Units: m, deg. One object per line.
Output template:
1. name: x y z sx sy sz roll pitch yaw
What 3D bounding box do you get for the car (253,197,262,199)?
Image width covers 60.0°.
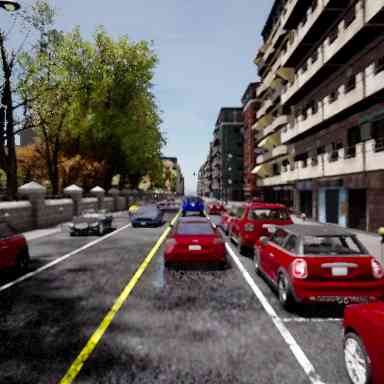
1. car: 14.617 1.968 74.400 5.009 1.841 2.192 1 -1 0

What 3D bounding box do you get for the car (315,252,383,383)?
1. car: 2.689 1.556 2.367 1.887 1.381 4.507 0 0 0

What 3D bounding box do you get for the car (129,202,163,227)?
1. car: -3.102 1.658 23.921 2.033 1.411 5.357 0 0 0

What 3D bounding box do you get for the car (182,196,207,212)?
1. car: 0.102 1.384 34.725 2.150 2.045 5.566 0 0 0

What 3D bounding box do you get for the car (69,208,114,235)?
1. car: -5.690 1.640 19.257 2.008 1.369 4.403 0 0 0

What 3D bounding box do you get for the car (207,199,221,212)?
1. car: 2.690 1.611 36.148 1.967 1.590 4.097 0 0 0

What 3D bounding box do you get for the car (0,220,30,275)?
1. car: -5.691 1.477 7.996 1.967 1.590 4.097 0 0 0

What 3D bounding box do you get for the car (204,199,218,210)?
1. car: 2.690 1.756 47.579 1.752 1.417 4.829 0 0 0

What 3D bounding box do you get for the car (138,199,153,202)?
1. car: -5.690 1.695 35.977 1.752 1.417 4.829 0 0 0

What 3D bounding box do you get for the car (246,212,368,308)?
1. car: 2.690 1.477 7.997 1.967 1.590 4.097 0 0 0

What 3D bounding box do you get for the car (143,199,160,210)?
1. car: -5.691 1.755 47.238 1.752 1.417 4.829 0 0 0

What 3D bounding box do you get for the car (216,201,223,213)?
1. car: 2.690 1.529 19.258 1.967 1.590 4.097 0 0 0

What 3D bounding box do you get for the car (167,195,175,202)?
1. car: -5.692 1.793 90.975 2.192 1.841 5.009 0 0 0

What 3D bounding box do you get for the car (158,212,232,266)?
1. car: 0.092 1.618 11.809 1.994 1.385 4.181 0 0 0

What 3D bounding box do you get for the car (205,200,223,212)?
1. car: 2.690 1.766 41.778 1.947 1.339 4.313 0 0 0

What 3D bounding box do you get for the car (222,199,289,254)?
1. car: 2.689 1.378 13.627 2.192 1.841 5.009 0 0 0

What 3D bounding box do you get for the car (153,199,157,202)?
1. car: -5.690 1.751 41.777 2.008 1.369 4.403 0 0 0
